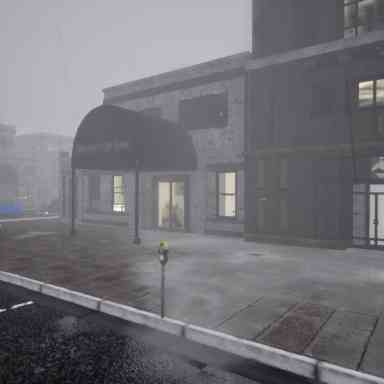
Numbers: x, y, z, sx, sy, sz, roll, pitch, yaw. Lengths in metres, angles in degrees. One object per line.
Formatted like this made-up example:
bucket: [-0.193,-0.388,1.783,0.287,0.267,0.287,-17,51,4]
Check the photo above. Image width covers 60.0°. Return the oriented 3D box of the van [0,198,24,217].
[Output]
van: [-17.346,1.416,29.866,1.690,1.788,3.998,0,0,35]

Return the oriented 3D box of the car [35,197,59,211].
car: [-16.456,1.413,41.240,2.097,1.767,4.553,0,0,35]
